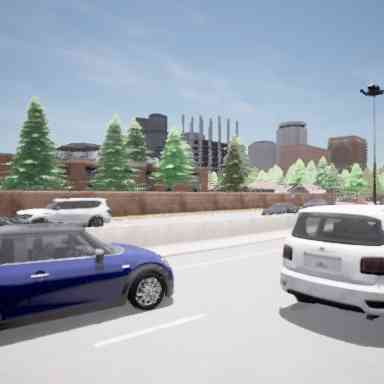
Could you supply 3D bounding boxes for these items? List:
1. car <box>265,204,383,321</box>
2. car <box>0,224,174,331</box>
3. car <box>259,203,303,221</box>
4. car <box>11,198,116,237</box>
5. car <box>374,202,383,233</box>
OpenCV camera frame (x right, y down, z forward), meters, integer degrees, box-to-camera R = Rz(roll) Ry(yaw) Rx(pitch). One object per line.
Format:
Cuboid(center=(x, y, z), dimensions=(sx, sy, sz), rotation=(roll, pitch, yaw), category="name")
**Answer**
Cuboid(center=(4.196, 1.284, 7.204), dimensions=(5.566, 2.045, 2.150), rotation=(0, 0, -40), category="car")
Cuboid(center=(-2.570, 1.405, 6.408), dimensions=(4.553, 1.767, 2.097), rotation=(0, -1, -36), category="car")
Cuboid(center=(8.331, 1.763, 31.000), dimensions=(1.837, 1.490, 4.892), rotation=(0, -1, 44), category="car")
Cuboid(center=(-7.696, 1.390, 20.260), dimensions=(5.566, 2.045, 2.150), rotation=(1, 0, -40), category="car")
Cuboid(center=(13.174, 1.524, 20.649), dimensions=(2.097, 1.767, 4.553), rotation=(0, -1, 44), category="car")
